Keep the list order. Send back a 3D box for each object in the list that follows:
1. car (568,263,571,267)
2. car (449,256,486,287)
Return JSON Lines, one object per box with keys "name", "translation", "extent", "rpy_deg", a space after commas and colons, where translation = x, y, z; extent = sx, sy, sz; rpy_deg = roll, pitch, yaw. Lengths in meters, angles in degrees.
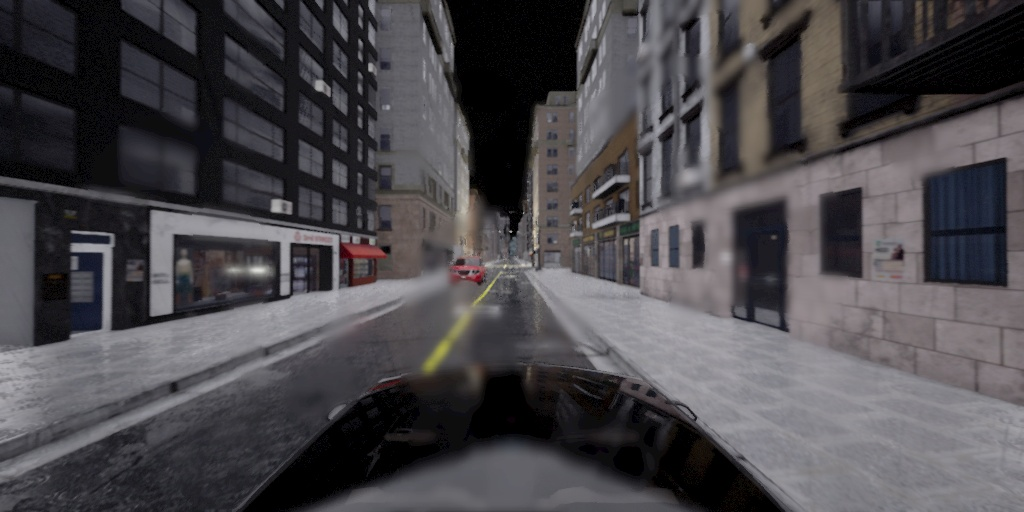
{"name": "car", "translation": [12.181, 1.367, 63.108], "extent": [4.507, 1.381, 1.888], "rpy_deg": [0, 0, 0]}
{"name": "car", "translation": [-3.086, 1.050, 25.947], "extent": [2.150, 2.045, 5.566], "rpy_deg": [0, 0, 0]}
